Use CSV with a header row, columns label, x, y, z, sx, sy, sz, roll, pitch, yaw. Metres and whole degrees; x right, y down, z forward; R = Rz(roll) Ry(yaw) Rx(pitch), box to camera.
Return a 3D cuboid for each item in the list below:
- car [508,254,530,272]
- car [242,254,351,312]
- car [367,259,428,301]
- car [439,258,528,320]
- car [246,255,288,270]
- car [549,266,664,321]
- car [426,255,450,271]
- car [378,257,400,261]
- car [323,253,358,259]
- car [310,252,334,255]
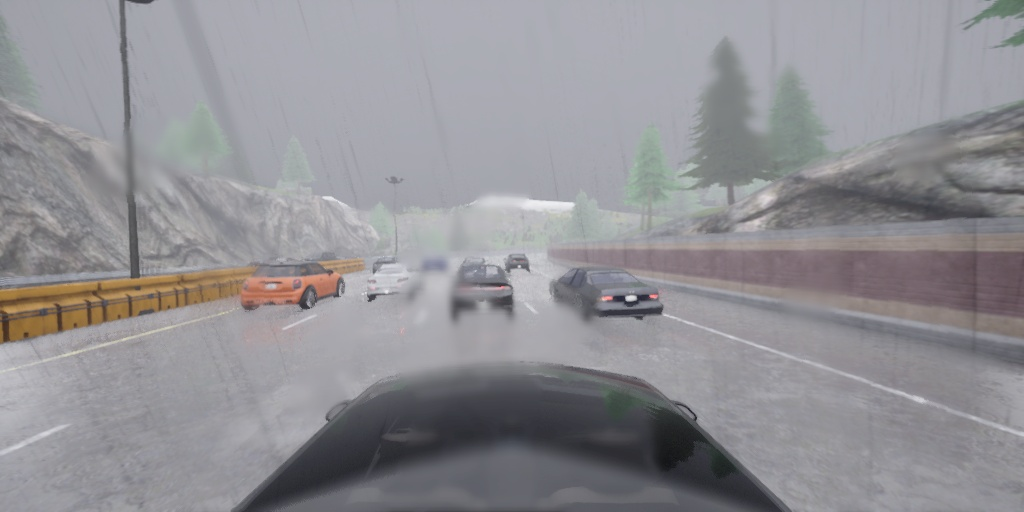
label,x,y,z,sx,sy,sz,roll,pitch,yaw
car,0.416,0.546,31.181,1.837,1.490,4.892,-2,1,-4
car,-8.365,1.001,14.183,2.097,1.767,4.553,-1,2,-7
car,-5.041,1.056,15.887,1.812,1.442,4.674,-1,1,-7
car,-1.010,1.029,11.668,2.128,1.511,4.902,-1,1,-7
car,-31.345,0.777,46.027,2.097,1.767,4.553,-1,1,3
car,2.580,1.014,11.139,2.033,1.411,5.357,-1,1,-7
car,-6.615,0.672,31.601,1.882,1.535,5.008,-2,1,-3
car,-9.991,0.812,29.599,2.128,1.511,4.902,-1,1,-4
car,-20.910,0.705,44.786,2.128,1.511,4.902,-1,1,2
car,-24.405,0.501,45.499,2.150,2.045,5.566,-1,1,2
